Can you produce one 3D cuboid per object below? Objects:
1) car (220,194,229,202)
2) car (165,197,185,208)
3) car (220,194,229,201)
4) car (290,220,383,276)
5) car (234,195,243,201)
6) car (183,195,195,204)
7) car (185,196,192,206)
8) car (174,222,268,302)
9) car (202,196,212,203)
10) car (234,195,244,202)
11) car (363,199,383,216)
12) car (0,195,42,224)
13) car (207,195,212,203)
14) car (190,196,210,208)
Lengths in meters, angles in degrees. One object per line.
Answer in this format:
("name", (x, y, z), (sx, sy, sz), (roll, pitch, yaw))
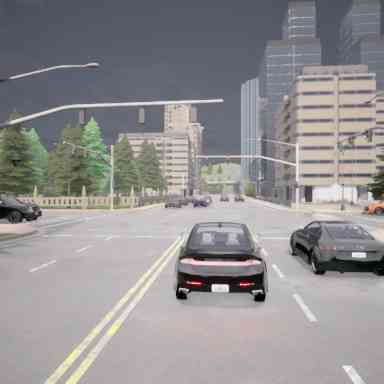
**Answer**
("car", (7.544, 1.547, 77.419), (1.994, 1.385, 4.181), (0, 0, 5))
("car", (-2.527, 1.563, 46.515), (1.994, 1.385, 4.181), (0, 0, 5))
("car", (8.334, 1.351, 85.722), (2.097, 1.767, 4.553), (0, 0, 5))
("car", (4.393, 1.564, 10.413), (1.994, 1.385, 4.181), (0, 0, 5))
("car", (11.821, 1.535, 85.420), (2.033, 1.411, 5.357), (0, 0, 5))
("car", (-0.503, 1.476, 67.043), (1.882, 1.535, 5.008), (0, 0, 6))
("car", (-1.644, 1.546, 55.715), (2.033, 1.411, 5.357), (0, 0, 6))
("car", (0.702, 1.491, 8.303), (2.128, 1.511, 4.902), (0, 0, 5))
("car", (3.170, 1.503, 68.475), (1.837, 1.490, 4.892), (0, 0, 6))
("car", (10.935, 1.589, 76.114), (1.895, 1.301, 4.718), (0, 0, 5))
("car", (19.151, 1.351, 32.135), (4.553, 1.767, 2.097), (0, 0, 7))
("car", (-14.040, 1.222, 24.465), (5.566, 2.045, 2.150), (0, 0, 6))
("car", (2.142, 1.599, 58.430), (1.895, 1.301, 4.718), (0, 0, 6))
("car", (1.255, 1.600, 49.309), (1.895, 1.301, 4.718), (0, 0, 5))
